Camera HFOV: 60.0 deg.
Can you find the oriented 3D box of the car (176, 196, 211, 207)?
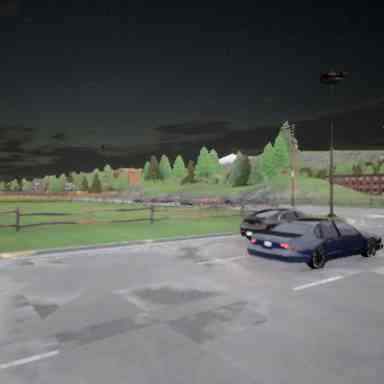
[{"bbox_3d":[0.140,1.532,51.943,2.128,1.511,4.902,0,0,-36],"label":"car"}]

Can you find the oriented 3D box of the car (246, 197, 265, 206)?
[{"bbox_3d":[9.341,1.603,57.181,2.033,1.411,5.357,0,0,-36],"label":"car"}]

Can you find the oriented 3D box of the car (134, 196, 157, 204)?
[{"bbox_3d":[-9.579,1.527,65.359,2.128,1.511,4.902,0,0,-36],"label":"car"}]

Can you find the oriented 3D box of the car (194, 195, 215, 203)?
[{"bbox_3d":[2.611,1.537,72.437,1.882,1.535,5.008,0,0,-36],"label":"car"}]

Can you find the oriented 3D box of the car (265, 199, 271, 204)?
[{"bbox_3d":[12.046,1.624,59.433,1.994,1.385,4.181,0,0,-36],"label":"car"}]

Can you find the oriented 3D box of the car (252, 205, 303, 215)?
[{"bbox_3d":[4.402,1.522,15.526,4.892,1.490,1.837,0,0,-35],"label":"car"}]

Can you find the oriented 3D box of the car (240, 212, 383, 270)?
[{"bbox_3d":[4.262,1.561,11.135,5.357,1.411,2.033,0,0,-35],"label":"car"}]

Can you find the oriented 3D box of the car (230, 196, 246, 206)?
[{"bbox_3d":[6.236,1.402,55.483,2.097,1.767,4.553,0,0,-36],"label":"car"}]

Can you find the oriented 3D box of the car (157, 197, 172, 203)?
[{"bbox_3d":[-6.403,1.598,66.962,1.994,1.385,4.181,0,0,-36],"label":"car"}]

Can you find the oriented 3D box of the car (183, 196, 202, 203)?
[{"bbox_3d":[0.020,1.606,70.050,1.994,1.385,4.181,0,0,-36],"label":"car"}]

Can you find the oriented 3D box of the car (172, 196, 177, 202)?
[{"bbox_3d":[-3.211,1.580,68.534,1.812,1.442,4.674,0,0,-36],"label":"car"}]

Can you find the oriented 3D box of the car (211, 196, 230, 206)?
[{"bbox_3d":[3.347,1.397,53.497,2.097,1.767,4.553,0,0,-36],"label":"car"}]
